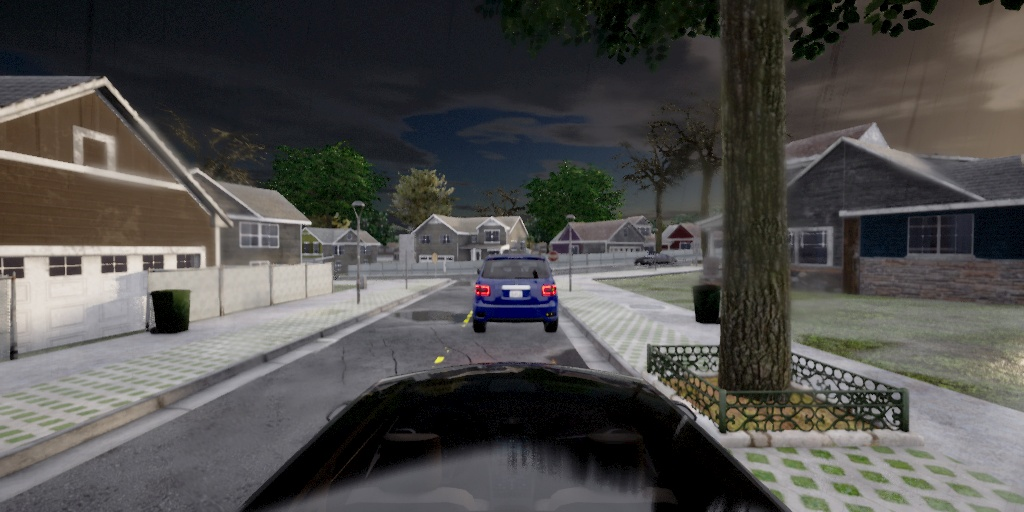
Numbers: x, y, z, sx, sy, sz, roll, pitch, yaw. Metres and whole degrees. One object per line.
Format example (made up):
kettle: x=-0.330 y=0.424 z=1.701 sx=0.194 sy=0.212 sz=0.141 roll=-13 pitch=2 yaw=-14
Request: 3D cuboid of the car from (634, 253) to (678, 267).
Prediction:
car: x=16.858 y=0.412 z=41.921 sx=5.357 sy=1.411 sz=2.033 roll=-2 pitch=2 yaw=-25

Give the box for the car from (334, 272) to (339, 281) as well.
car: x=-20.683 y=2.041 z=38.415 sx=4.181 sy=1.385 sz=1.994 roll=-2 pitch=0 yaw=22

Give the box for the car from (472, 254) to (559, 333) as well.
car: x=0.081 y=0.960 z=10.879 sx=2.150 sy=2.045 sz=5.566 roll=0 pitch=0 yaw=0
